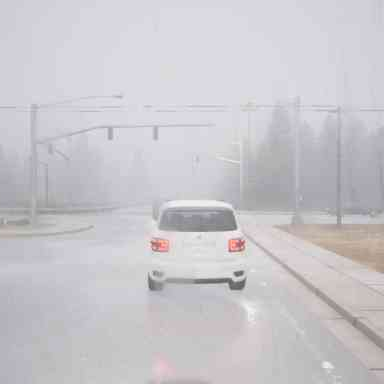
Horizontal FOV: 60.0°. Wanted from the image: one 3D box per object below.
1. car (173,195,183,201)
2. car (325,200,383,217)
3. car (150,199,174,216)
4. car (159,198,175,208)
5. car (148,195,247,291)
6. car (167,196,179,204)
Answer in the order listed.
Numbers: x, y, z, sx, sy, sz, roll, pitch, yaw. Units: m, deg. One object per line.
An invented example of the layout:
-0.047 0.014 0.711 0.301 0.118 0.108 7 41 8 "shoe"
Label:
-3.154 1.403 76.943 2.033 1.411 5.357 0 0 2 "car"
14.882 1.518 30.593 4.902 1.511 2.128 0 0 1 "car"
-3.161 1.503 33.927 2.128 1.511 4.902 0 0 -9 "car"
-3.609 1.564 49.109 1.994 1.385 4.181 0 0 0 "car"
0.062 1.218 9.178 2.150 2.045 5.566 0 0 -2 "car"
-3.526 1.564 62.653 1.994 1.385 4.181 0 0 1 "car"
